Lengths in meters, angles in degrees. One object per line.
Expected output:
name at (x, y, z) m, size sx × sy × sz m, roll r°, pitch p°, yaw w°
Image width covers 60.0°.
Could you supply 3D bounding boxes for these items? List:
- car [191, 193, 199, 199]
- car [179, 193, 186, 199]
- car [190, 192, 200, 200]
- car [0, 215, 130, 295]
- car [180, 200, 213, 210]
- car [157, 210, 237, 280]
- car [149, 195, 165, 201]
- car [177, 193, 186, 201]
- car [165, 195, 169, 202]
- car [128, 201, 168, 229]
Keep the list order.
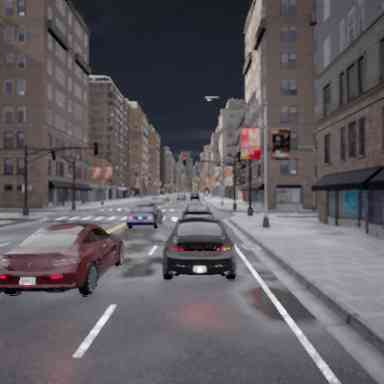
car at (0.777, 1.134, 87.989) m, size 1.882 × 1.535 × 5.008 m, roll 0°, pitch 0°, yaw 0°
car at (-2.473, 1.137, 88.017) m, size 1.882 × 1.535 × 5.008 m, roll 0°, pitch 0°, yaw 0°
car at (0.687, 1.067, 77.598) m, size 2.150 × 2.045 × 5.566 m, roll 0°, pitch 0°, yaw 0°
car at (-3.052, 1.519, 8.549) m, size 1.812 × 1.442 × 4.674 m, roll 0°, pitch 0°, yaw 1°
car at (0.304, 1.465, 20.212) m, size 2.128 × 1.511 × 4.902 m, roll 0°, pitch 0°, yaw -1°
car at (0.201, 1.493, 9.914) m, size 1.837 × 1.490 × 4.892 m, roll 0°, pitch 0°, yaw 1°
car at (-6.071, 1.509, 55.859) m, size 1.895 × 1.301 × 4.718 m, roll 0°, pitch 0°, yaw 1°
car at (-2.559, 1.397, 78.015) m, size 1.994 × 1.385 × 4.181 m, roll 0°, pitch 0°, yaw 0°
car at (-5.868, 1.396, 71.208) m, size 1.812 × 1.442 × 4.674 m, roll 0°, pitch 0°, yaw 0°
car at (-2.944, 1.521, 21.522) m, size 2.033 × 1.411 × 5.357 m, roll 0°, pitch 0°, yaw 0°
